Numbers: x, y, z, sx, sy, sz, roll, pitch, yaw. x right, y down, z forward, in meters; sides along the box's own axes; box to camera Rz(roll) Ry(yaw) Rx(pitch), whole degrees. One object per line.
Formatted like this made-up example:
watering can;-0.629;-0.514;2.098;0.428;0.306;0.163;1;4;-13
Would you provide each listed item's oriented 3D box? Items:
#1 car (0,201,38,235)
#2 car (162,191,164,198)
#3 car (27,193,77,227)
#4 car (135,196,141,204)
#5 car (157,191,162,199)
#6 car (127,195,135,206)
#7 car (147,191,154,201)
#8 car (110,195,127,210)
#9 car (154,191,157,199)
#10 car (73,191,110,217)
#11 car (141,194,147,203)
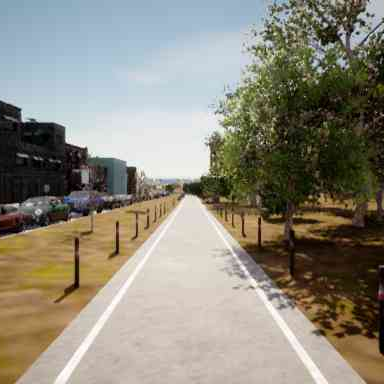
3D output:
car;-8.990;1.297;14.287;2.163;1.488;4.792;1;0;2
car;-9.264;1.013;86.406;2.002;1.452;4.674;0;0;0
car;-9.020;1.101;19.891;2.185;1.767;4.553;0;0;2
car;-9.123;1.149;47.595;2.097;1.535;5.008;0;0;2
car;-9.239;0.759;79.660;2.435;2.045;5.566;0;0;0
car;-9.103;1.176;42.039;2.231;1.521;4.892;0;1;2
car;-9.183;1.057;64.229;2.097;1.535;5.008;0;0;2
car;-9.083;1.182;36.498;2.097;1.535;5.008;0;0;2
car;-9.204;1.020;69.777;2.097;1.535;5.008;0;0;2
car;-9.050;0.945;27.544;2.435;2.045;5.566;0;0;2
car;-9.154;1.102;53.976;1.946;1.575;5.366;0;0;2
